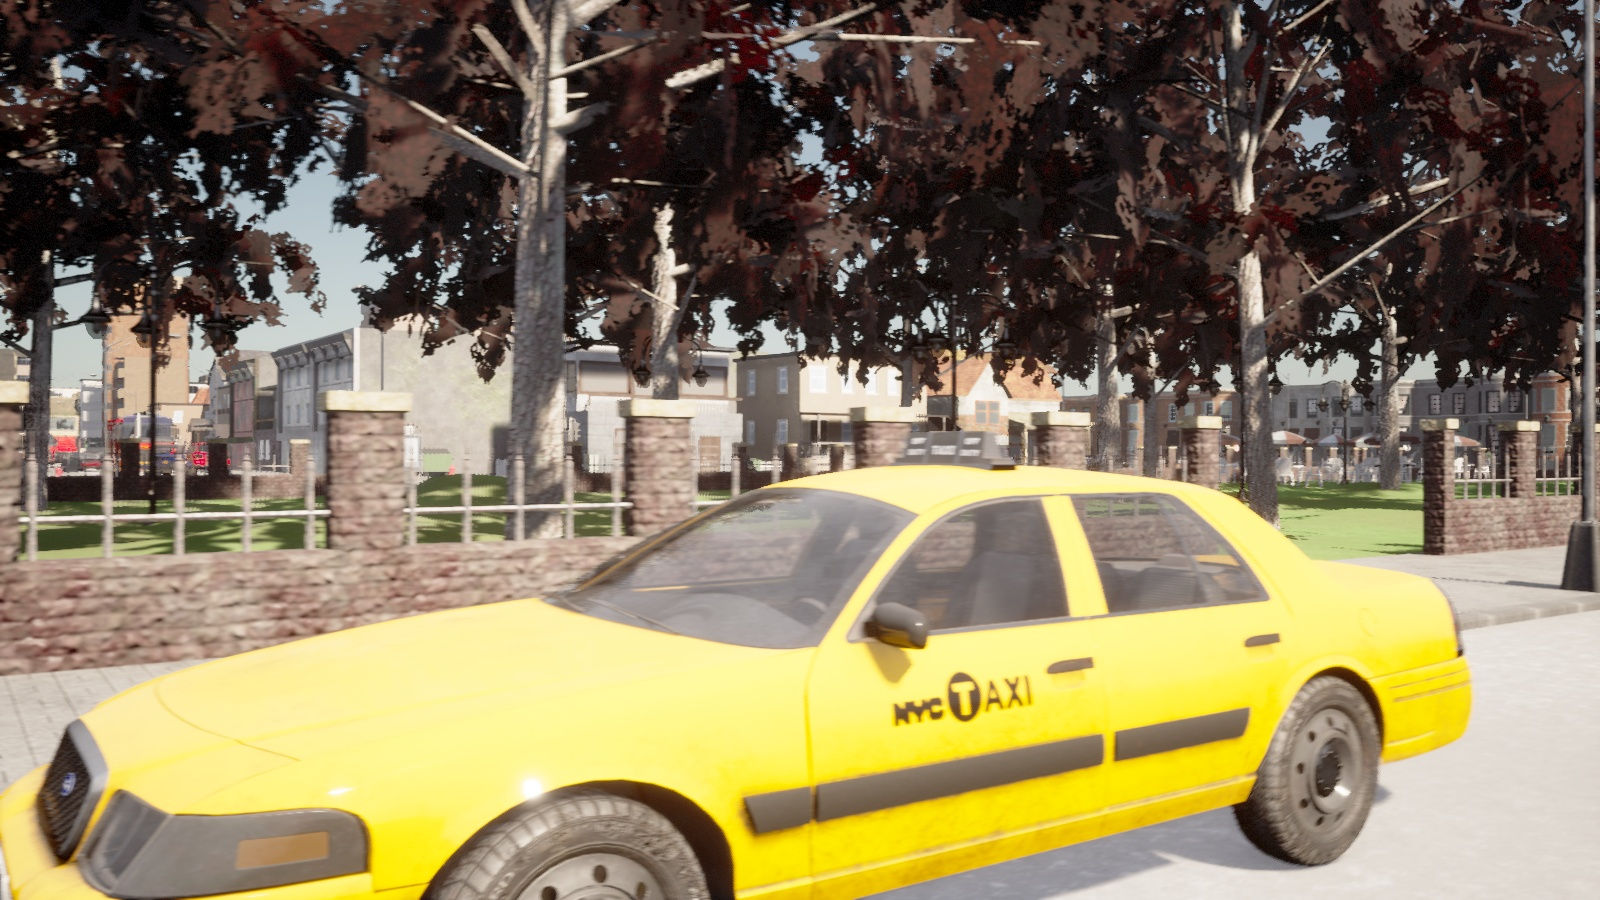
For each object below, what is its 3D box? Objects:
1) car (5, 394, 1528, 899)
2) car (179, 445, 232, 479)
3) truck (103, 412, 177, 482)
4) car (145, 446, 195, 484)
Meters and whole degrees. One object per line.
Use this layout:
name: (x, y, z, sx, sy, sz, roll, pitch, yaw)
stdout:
car: (0.360, 0.696, 4.518, 5.366, 1.575, 1.801, 0, 0, -35)
car: (-37.024, 0.733, 78.133, 2.150, 2.045, 5.566, 0, -1, -35)
truck: (-38.853, -0.154, 73.750, 2.891, 3.827, 8.468, 0, 0, -34)
car: (-32.433, 0.771, 64.622, 1.905, 1.878, 3.866, 0, 0, -33)
